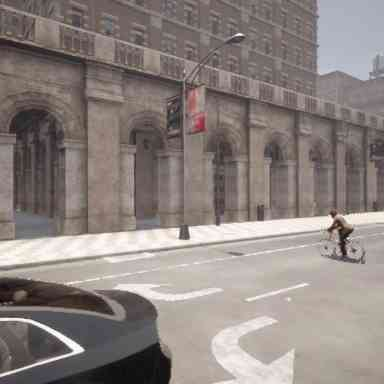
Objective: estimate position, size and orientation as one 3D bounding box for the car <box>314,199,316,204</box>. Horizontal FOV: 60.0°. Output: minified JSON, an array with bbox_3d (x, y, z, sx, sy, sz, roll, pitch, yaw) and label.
[{"bbox_3d":[20.450,1.595,60.727,1.895,1.301,4.718,0,0,-37],"label":"car"}]

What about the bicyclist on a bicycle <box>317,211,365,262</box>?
[{"bbox_3d":[4.880,1.455,11.033,0.582,1.620,1.656,0,-2,-36],"label":"bicyclist on a bicycle"}]

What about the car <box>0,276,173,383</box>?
[{"bbox_3d":[-2.442,1.505,2.216,4.892,1.490,1.837,0,0,-36],"label":"car"}]
